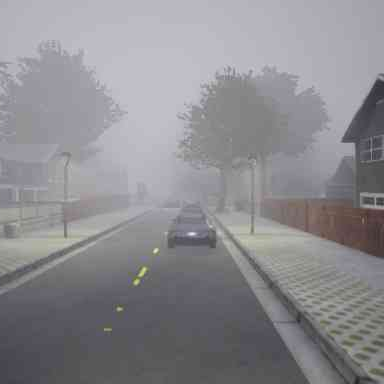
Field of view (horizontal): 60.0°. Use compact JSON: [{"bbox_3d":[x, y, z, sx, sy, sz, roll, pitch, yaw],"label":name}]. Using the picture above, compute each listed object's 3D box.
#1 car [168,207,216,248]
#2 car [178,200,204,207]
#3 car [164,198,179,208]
[{"bbox_3d":[0.000,1.561,14.653,1.994,1.385,4.181,0,0,0],"label":"car"},{"bbox_3d":[0.000,1.484,29.652,1.837,1.490,4.892,0,0,0],"label":"car"},{"bbox_3d":[-2.750,1.540,46.973,1.994,1.385,4.181,0,0,0],"label":"car"}]
